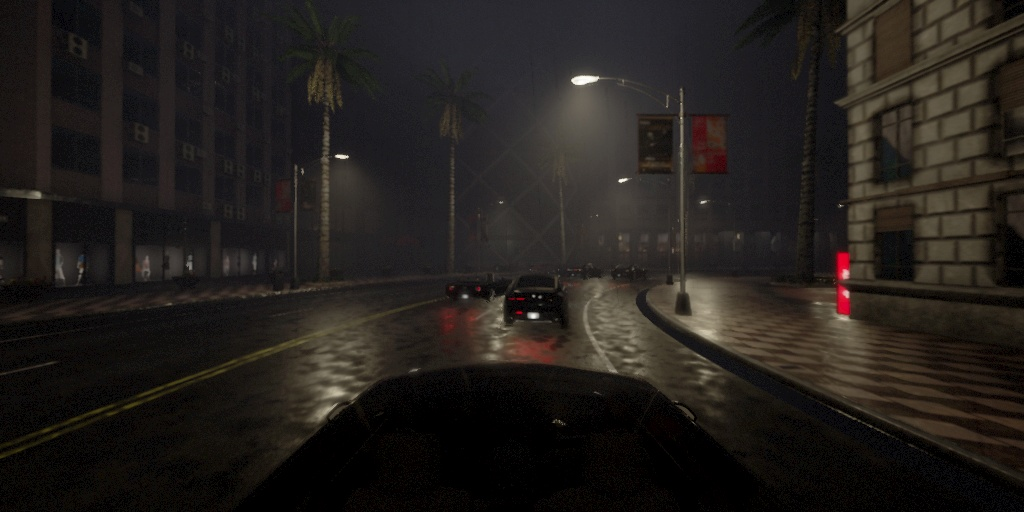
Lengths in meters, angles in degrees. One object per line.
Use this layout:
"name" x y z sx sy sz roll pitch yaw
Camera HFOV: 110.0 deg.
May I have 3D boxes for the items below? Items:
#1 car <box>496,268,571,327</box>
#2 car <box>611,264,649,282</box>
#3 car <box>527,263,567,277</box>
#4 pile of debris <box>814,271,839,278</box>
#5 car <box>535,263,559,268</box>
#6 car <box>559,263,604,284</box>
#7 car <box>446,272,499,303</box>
"car" 0.935 1.313 11.822 1.837 1.490 4.892 0 0 9
"car" 10.473 1.409 31.545 2.128 1.511 4.902 -1 -1 41
"car" 3.966 1.490 40.016 4.674 1.442 1.812 0 -1 -44
"pile of debris" 35.886 2.148 41.368 1.860 0.140 1.500 0 0 0
"car" 4.529 1.488 35.774 2.033 1.411 5.357 0 0 41
"car" 6.717 1.414 32.534 2.128 1.511 4.902 0 -1 39
"car" -1.373 1.439 17.431 1.895 1.301 4.718 0 0 16
